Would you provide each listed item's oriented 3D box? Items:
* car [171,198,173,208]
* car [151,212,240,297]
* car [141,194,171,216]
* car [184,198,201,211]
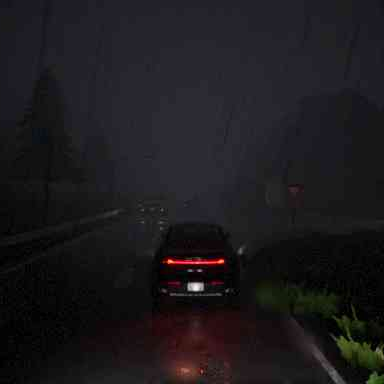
[{"bbox_3d":[-3.626,1.455,46.442,1.882,1.535,5.008,0,0,0],"label":"car"},{"bbox_3d":[0.075,1.501,8.555,1.837,1.490,4.892,0,0,0],"label":"car"},{"bbox_3d":[-3.621,1.206,33.002,2.150,2.045,5.566,0,0,0],"label":"car"},{"bbox_3d":[0.064,1.472,40.388,2.128,1.511,4.902,0,0,0],"label":"car"}]
